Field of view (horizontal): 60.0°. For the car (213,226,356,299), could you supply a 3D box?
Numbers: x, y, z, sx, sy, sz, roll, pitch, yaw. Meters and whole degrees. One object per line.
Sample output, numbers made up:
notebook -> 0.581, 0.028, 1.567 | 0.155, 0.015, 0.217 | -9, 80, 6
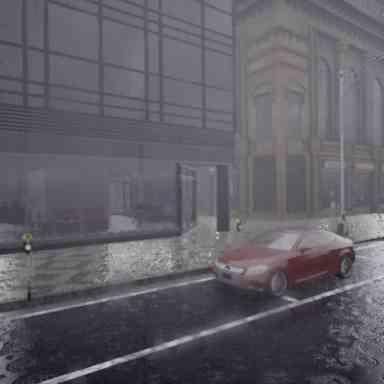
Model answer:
car -> 2.448, 1.542, 8.289 | 4.206, 1.307, 1.802 | 0, 0, -36
